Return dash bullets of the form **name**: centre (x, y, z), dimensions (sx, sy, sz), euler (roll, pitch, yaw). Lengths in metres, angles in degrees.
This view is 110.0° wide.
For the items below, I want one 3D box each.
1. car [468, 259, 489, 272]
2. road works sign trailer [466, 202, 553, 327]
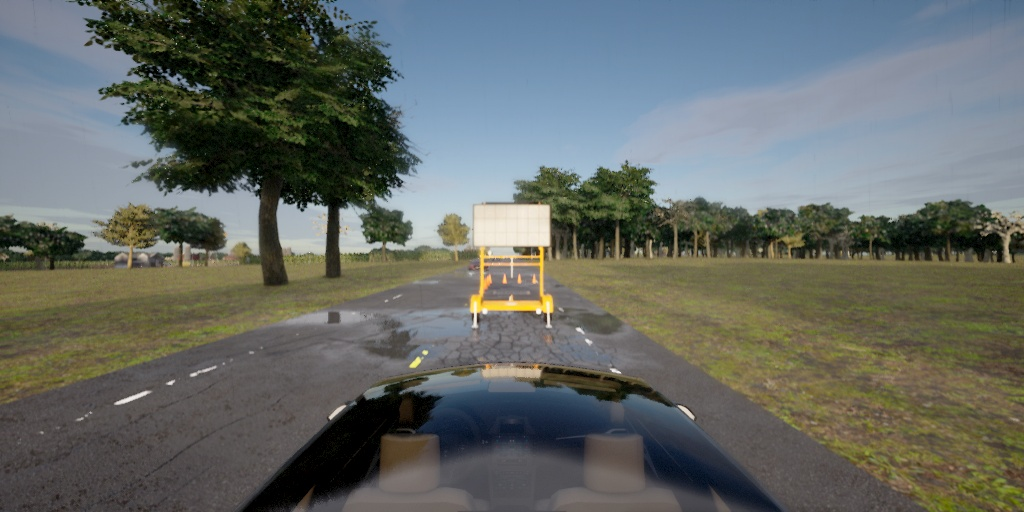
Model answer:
- **car**: centre (-3.602, 0.987, 39.005), dimensions (1.994, 1.385, 4.181), euler (0, 0, 0)
- **road works sign trailer**: centre (-0.003, 0.130, 11.129), dimensions (2.380, 3.560, 2.880), euler (0, 0, 0)
